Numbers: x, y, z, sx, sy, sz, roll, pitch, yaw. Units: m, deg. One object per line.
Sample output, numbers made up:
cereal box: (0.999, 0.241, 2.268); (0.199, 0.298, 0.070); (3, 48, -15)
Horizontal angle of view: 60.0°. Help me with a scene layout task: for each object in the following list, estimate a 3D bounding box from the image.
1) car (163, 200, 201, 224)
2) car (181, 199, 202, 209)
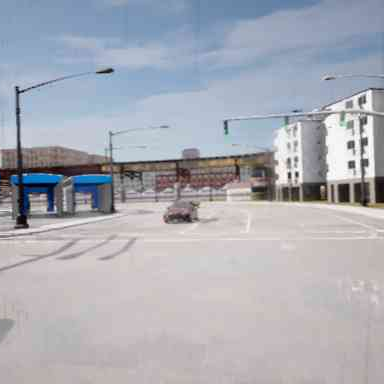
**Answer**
car: (-0.837, 1.530, 26.913); (2.097, 1.767, 4.553); (-2, 0, 11)
car: (-0.153, 1.815, 51.270); (1.895, 1.301, 4.718); (-2, 0, -17)
